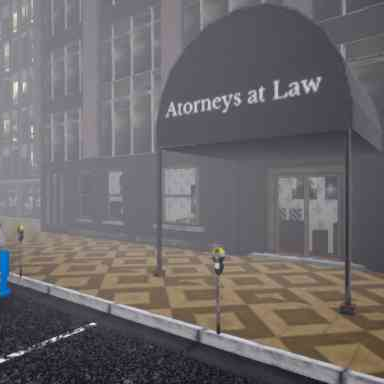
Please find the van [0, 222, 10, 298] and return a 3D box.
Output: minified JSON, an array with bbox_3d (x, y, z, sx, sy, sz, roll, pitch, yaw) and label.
[{"bbox_3d":[-5.327,1.341,6.698,3.998,1.788,1.690,0,0,36],"label":"van"}]
